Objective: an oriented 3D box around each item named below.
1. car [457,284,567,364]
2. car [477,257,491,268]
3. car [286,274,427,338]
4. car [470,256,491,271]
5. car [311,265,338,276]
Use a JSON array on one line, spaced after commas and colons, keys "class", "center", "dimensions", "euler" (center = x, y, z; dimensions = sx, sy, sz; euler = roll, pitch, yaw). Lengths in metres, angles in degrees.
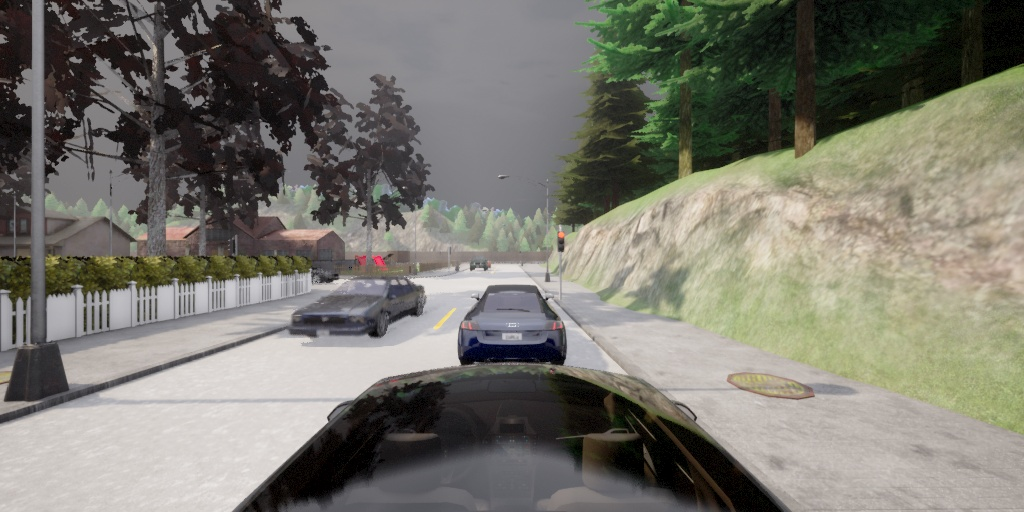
[{"class": "car", "center": [0.008, 1.314, 7.986], "dimensions": [1.994, 1.385, 4.181], "euler": [0, 0, 0]}, {"class": "car", "center": [-4.579, 1.101, 59.301], "dimensions": [2.097, 1.767, 4.553], "euler": [0, 0, 0]}, {"class": "car", "center": [-3.985, 1.297, 10.444], "dimensions": [2.033, 1.411, 5.357], "euler": [0, 0, 3]}, {"class": "car", "center": [-4.513, 0.971, 49.473], "dimensions": [2.150, 2.045, 5.566], "euler": [0, 0, 0]}, {"class": "car", "center": [-14.803, 1.255, 25.235], "dimensions": [4.892, 1.490, 1.837], "euler": [0, 0, -2]}]
